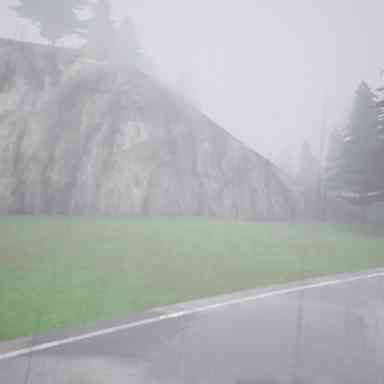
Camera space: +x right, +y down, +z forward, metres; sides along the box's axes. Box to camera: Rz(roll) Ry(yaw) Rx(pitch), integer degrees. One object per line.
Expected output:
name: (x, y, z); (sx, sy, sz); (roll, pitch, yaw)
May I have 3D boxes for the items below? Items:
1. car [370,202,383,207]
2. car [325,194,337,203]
car: (30.022, 1.826, 52.046); (2.033, 1.411, 5.357); (0, 0, -6)
car: (28.554, 1.509, 66.060); (2.150, 2.045, 5.566); (0, 0, -6)
